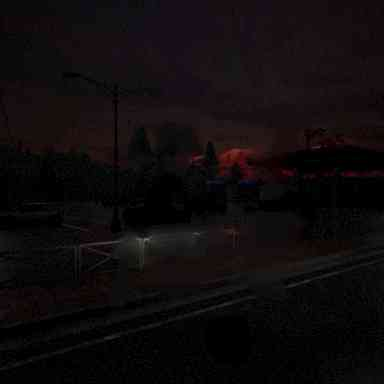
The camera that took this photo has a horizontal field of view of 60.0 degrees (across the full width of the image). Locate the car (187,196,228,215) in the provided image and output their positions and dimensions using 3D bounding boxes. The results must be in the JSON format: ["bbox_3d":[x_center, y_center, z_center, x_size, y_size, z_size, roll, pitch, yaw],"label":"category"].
[{"bbox_3d":[1.383,1.285,33.356,4.605,1.855,1.932,0,0,-38],"label":"car"}]

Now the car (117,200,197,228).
[{"bbox_3d":[-2.219,1.488,21.718,4.514,1.523,2.007,0,0,-38],"label":"car"}]

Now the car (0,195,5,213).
[{"bbox_3d":[-22.127,1.269,35.182,3.866,1.878,1.905,0,0,-38],"label":"car"}]

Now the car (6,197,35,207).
[{"bbox_3d":[-27.913,1.575,54.160,3.806,1.475,1.970,0,0,-38],"label":"car"}]

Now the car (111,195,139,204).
[{"bbox_3d":[-13.127,1.517,65.553,5.027,1.636,2.152,0,0,-38],"label":"car"}]

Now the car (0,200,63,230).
[{"bbox_3d":[-10.027,1.424,20.256,3.806,1.475,1.970,0,0,-38],"label":"car"}]

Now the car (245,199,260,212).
[{"bbox_3d":[8.035,1.547,38.614,3.806,1.475,1.970,0,0,-38],"label":"car"}]

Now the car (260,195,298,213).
[{"bbox_3d":[9.604,1.263,35.619,3.866,1.878,1.905,0,0,-38],"label":"car"}]

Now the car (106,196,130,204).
[{"bbox_3d":[-15.103,1.527,67.990,4.514,1.523,2.007,0,0,-38],"label":"car"}]

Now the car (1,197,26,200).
[{"bbox_3d":[-14.238,1.345,25.109,5.027,1.636,2.152,0,0,-38],"label":"car"}]

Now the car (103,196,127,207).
[{"bbox_3d":[-11.865,1.508,51.495,3.633,1.501,1.845,0,0,-38],"label":"car"}]

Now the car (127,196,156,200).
[{"bbox_3d":[-5.737,1.486,43.602,4.514,1.523,2.007,0,0,-38],"label":"car"}]
